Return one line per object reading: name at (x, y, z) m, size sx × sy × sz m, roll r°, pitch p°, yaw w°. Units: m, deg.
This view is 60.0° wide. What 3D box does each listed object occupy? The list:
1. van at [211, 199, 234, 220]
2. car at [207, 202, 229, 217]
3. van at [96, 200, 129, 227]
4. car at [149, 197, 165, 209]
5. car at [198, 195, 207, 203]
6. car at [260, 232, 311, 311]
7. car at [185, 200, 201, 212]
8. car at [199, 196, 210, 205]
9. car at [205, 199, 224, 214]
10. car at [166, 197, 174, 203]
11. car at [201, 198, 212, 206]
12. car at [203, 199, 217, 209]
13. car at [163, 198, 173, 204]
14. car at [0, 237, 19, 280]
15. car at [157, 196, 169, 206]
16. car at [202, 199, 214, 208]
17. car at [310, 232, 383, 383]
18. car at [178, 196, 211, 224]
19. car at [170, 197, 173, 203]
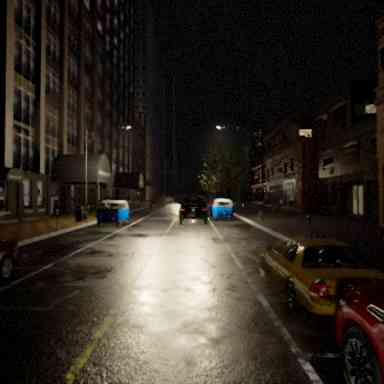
van at (2.704, 1.541, 29.650) m, size 1.690 × 1.788 × 3.998 m, roll 1°, pitch 0°, yaw 0°
car at (2.701, 1.800, 35.195) m, size 1.947 × 1.339 × 4.313 m, roll 1°, pitch 0°, yaw 0°
van at (-5.676, 1.506, 24.103) m, size 1.690 × 1.788 × 3.998 m, roll 1°, pitch 0°, yaw 0°
car at (-5.679, 1.916, 51.832) m, size 1.802 × 1.307 × 4.206 m, roll 1°, pitch 0°, yaw 0°
car at (2.705, 1.829, 85.111) m, size 2.192 × 1.841 × 5.009 m, roll 1°, pitch 0°, yaw 0°
car at (2.701, 1.580, 7.633) m, size 1.752 × 1.417 × 4.829 m, roll 1°, pitch 0°, yaw 0°
car at (0.100, 1.839, 44.704) m, size 2.033 × 1.411 × 5.357 m, roll 0°, pitch 0°, yaw 0°
car at (2.705, 1.771, 74.019) m, size 2.192 × 1.841 × 5.009 m, roll 1°, pitch 0°, yaw 0°
car at (2.703, 1.708, 40.741) m, size 1.967 × 1.590 × 4.097 m, roll 1°, pitch 0°, yaw 0°
car at (-5.678, 2.039, 84.938) m, size 1.752 × 1.417 × 4.829 m, roll 1°, pitch 0°, yaw 0°
car at (2.702, 1.922, 63.095) m, size 1.752 × 1.417 × 4.829 m, roll 1°, pitch 0°, yaw 0°
car at (2.702, 1.878, 51.834) m, size 1.887 × 1.381 × 4.507 m, roll 1°, pitch 0°, yaw 0°
car at (-5.679, 2.052, 79.563) m, size 1.947 × 1.339 × 4.313 m, roll 1°, pitch 0°, yaw 0°
car at (-5.679, 1.599, 7.462) m, size 1.887 × 1.381 × 4.507 m, roll 1°, pitch 0°, yaw 0°
car at (-5.675, 1.681, 57.379) m, size 2.192 × 1.841 × 5.009 m, roll 1°, pitch 0°, yaw 0°
car at (2.701, 1.947, 57.379) m, size 1.802 × 1.307 × 4.206 m, roll 1°, pitch 0°, yaw 0°
car at (2.704, 1.330, 1.918) m, size 2.192 × 1.841 × 5.009 m, roll 1°, pitch 0°, yaw 0°
car at (0.100, 1.402, 26.568) m, size 2.150 × 2.045 × 5.566 m, roll 0°, pitch 0°, yaw 0°
car at (-5.679, 1.981, 73.845) m, size 1.752 × 1.417 × 4.829 m, roll 1°, pitch 0°, yaw 0°
